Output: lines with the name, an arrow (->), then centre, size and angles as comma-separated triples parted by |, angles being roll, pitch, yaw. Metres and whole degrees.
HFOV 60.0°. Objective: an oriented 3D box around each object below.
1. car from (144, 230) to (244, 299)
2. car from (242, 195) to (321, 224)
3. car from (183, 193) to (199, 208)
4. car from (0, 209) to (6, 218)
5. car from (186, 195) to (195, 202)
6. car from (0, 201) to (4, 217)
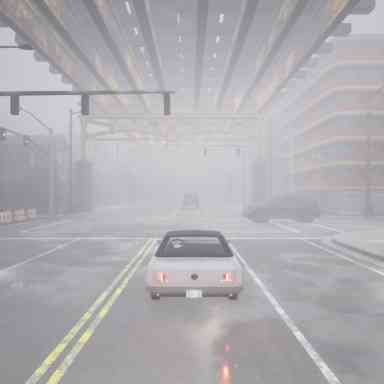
car -> 0.046, 1.601, 8.390 | 1.895, 1.301, 4.718 | 0, 0, 0
car -> 6.523, 1.223, 24.281 | 5.566, 2.045, 2.150 | 0, 0, -5
car -> -0.122, 1.221, 48.655 | 2.150, 2.045, 5.566 | 0, 0, 0
car -> -16.863, 1.453, 25.047 | 4.974, 1.542, 2.038 | 0, 0, -20
car -> -0.301, 1.386, 73.812 | 1.837, 1.490, 4.892 | 0, 1, 0
car -> -16.912, 1.295, 25.029 | 4.536, 1.218, 1.853 | 0, 0, -20
